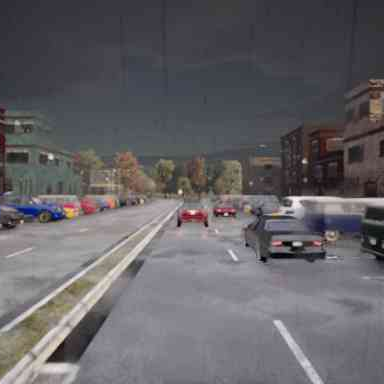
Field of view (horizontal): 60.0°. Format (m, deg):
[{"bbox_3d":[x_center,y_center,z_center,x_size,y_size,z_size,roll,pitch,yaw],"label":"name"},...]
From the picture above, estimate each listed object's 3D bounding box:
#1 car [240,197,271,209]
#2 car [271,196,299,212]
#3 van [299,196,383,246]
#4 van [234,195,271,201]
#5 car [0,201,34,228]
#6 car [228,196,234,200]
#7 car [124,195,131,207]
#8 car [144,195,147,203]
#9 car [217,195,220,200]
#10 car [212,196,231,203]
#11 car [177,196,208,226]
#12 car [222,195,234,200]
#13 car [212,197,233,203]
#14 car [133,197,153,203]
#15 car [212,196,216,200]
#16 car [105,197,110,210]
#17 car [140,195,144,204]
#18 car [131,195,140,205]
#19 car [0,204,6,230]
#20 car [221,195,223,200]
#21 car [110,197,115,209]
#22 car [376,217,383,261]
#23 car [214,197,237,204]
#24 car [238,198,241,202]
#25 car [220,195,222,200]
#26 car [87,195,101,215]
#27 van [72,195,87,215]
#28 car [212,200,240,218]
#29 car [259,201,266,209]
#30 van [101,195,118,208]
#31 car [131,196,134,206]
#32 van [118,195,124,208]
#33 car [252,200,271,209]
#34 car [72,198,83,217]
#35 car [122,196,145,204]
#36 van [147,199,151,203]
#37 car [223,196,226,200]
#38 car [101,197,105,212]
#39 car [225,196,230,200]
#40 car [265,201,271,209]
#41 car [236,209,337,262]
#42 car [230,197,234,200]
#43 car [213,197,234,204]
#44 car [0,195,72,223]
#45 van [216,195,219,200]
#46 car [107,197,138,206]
[{"bbox_3d":[7.747,1.581,32.303,5.366,1.575,1.946,0,0,0],"label":"car"},{"bbox_3d":[7.623,1.272,18.520,5.566,2.045,2.435,0,0,0],"label":"car"},{"bbox_3d":[7.718,1.289,15.762,4.442,1.987,1.878,0,0,0],"label":"van"},{"bbox_3d":[7.431,1.390,37.695,4.442,1.987,1.878,0,0,0],"label":"van"},{"bbox_3d":[-12.607,1.504,19.911,4.892,1.521,2.231,0,0,0],"label":"car"},{"bbox_3d":[7.528,1.654,43.331,4.892,1.521,2.231,0,0,0],"label":"car"},{"bbox_3d":[-12.691,1.446,50.480,5.566,2.045,2.435,0,-1,0],"label":"car"},{"bbox_3d":[-12.689,1.886,69.806,5.008,1.535,2.097,0,-1,0],"label":"car"},{"bbox_3d":[7.500,1.789,59.874,5.008,1.535,2.097,0,-1,0],"label":"car"},{"bbox_3d":[7.404,1.874,84.698,4.553,1.767,2.185,0,0,0],"label":"car"},{"bbox_3d":[0.041,1.416,24.099,2.097,1.767,4.553,0,0,0],"label":"car"},{"bbox_3d":[7.484,1.590,51.603,4.553,1.767,2.185,0,0,0],"label":"car"},{"bbox_3d":[7.447,1.984,81.934,5.008,1.535,2.097,0,0,0],"label":"car"},{"bbox_3d":[-12.692,2.040,86.490,4.792,1.488,2.163,0,0,0],"label":"car"},{"bbox_3d":[7.503,1.617,68.148,5.566,2.045,2.435,0,-1,0],"label":"car"},{"bbox_3d":[-12.615,1.640,39.362,4.792,1.488,2.163,0,0,0],"label":"car"},{"bbox_3d":[-12.714,1.579,64.376,5.566,2.045,2.435,0,-1,0],"label":"car"},{"bbox_3d":[-12.648,1.522,58.692,5.566,2.045,2.435,0,-1,0],"label":"car"},{"bbox_3d":[-12.606,1.532,17.132,4.674,1.452,2.002,0,0,0],"label":"car"},{"bbox_3d":[7.539,1.614,54.361,4.553,1.767,2.185,0,0,0],"label":"car"},{"bbox_3d":[-12.646,1.670,42.016,4.674,1.452,2.002,0,0,0],"label":"car"},{"bbox_3d":[7.436,1.491,7.489,5.366,1.575,1.946,0,0,0],"label":"car"},{"bbox_3d":[7.468,1.922,73.659,4.892,1.521,2.231,0,0,0],"label":"car"},{"bbox_3d":[7.552,1.640,35.061,4.674,1.452,2.002,0,0,0],"label":"car"},{"bbox_3d":[7.533,1.638,57.118,4.553,1.767,2.185,0,-1,0],"label":"car"},{"bbox_3d":[-12.607,1.322,33.805,5.566,2.045,2.435,0,0,0],"label":"car"},{"bbox_3d":[-12.515,1.332,31.028,4.442,1.987,1.878,0,0,0],"label":"van"},{"bbox_3d":[3.016,1.701,31.736,1.895,1.301,4.718,0,0,0],"label":"car"},{"bbox_3d":[7.584,1.584,24.033,4.674,1.452,2.002,0,0,0],"label":"car"},{"bbox_3d":[-12.771,1.426,44.923,4.442,1.987,1.878,0,0,0],"label":"van"},{"bbox_3d":[-12.669,1.787,55.971,4.674,1.452,2.002,0,-1,0],"label":"car"},{"bbox_3d":[-12.542,1.448,47.700,4.442,1.987,1.878,0,0,0],"label":"van"},{"bbox_3d":[7.604,1.586,26.789,4.792,1.488,2.163,0,0,0],"label":"car"},{"bbox_3d":[-12.441,1.539,28.247,5.366,1.575,1.946,0,0,0],"label":"car"},{"bbox_3d":[-12.730,1.790,72.711,4.553,1.767,2.185,0,-1,0],"label":"car"},{"bbox_3d":[-12.591,1.741,78.148,4.442,1.987,1.878,0,-1,0],"label":"van"},{"bbox_3d":[7.515,1.695,48.846,4.892,1.521,2.231,0,0,0],"label":"car"},{"bbox_3d":[-12.634,1.593,36.584,4.892,1.521,2.231,0,0,0],"label":"car"},{"bbox_3d":[7.522,1.674,46.088,4.892,1.521,2.231,0,0,0],"label":"car"},{"bbox_3d":[7.593,1.533,21.275,5.008,1.535,2.097,0,0,0],"label":"car"},{"bbox_3d":[3.075,1.570,12.189,2.033,1.411,5.357,0,0,0],"label":"car"},{"bbox_3d":[7.535,1.635,40.575,4.892,1.521,2.231,0,0,0],"label":"car"},{"bbox_3d":[7.446,2.004,79.178,4.674,1.452,2.002,0,0,0],"label":"car"},{"bbox_3d":[-12.594,1.276,25.470,5.566,2.045,2.435,0,0,0],"label":"car"},{"bbox_3d":[7.371,1.589,62.633,4.442,1.987,1.878,0,-1,0],"label":"van"},{"bbox_3d":[-12.866,1.799,61.594,5.366,1.575,1.946,0,-1,0],"label":"car"}]
